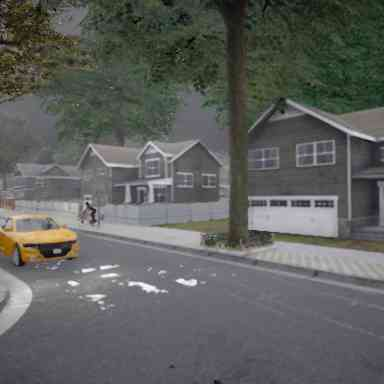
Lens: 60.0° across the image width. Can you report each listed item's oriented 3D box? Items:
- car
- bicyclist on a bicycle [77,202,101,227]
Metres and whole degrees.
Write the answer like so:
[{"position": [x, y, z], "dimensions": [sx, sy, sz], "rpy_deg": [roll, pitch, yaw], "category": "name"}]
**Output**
[{"position": [-5.850, 1.572, 12.091], "dimensions": [1.882, 1.535, 5.008], "rpy_deg": [0, 0, -43], "category": "car"}, {"position": [-6.643, 1.451, 21.559], "dimensions": [1.656, 1.620, 0.582], "rpy_deg": [0, 0, -43], "category": "bicyclist on a bicycle"}]
